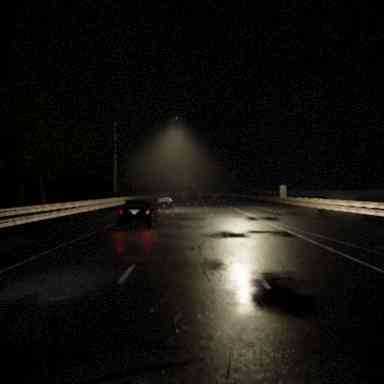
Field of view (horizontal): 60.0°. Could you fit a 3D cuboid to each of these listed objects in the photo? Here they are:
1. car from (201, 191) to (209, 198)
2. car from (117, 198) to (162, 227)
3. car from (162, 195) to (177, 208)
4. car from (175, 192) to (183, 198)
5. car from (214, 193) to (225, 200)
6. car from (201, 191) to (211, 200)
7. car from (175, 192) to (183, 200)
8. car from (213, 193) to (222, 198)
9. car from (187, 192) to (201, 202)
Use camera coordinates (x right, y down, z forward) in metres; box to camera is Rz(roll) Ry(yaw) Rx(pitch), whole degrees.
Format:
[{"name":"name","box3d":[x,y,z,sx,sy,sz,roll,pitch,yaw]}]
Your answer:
[{"name":"car","box3d":[3.523,0.681,91.246,2.150,2.045,5.566,0,0,0]},{"name":"car","box3d":[-3.395,1.238,21.709,2.097,1.767,4.553,0,0,0]},{"name":"car","box3d":[-3.392,1.404,42.992,1.895,1.301,4.718,0,0,0]},{"name":"car","box3d":[-3.477,0.811,91.188,2.097,1.767,4.553,0,0,0]},{"name":"car","box3d":[7.021,1.245,81.243,1.895,1.301,4.718,0,0,0]},{"name":"car","box3d":[3.521,1.005,81.183,2.097,1.767,4.553,0,0,0]},{"name":"car","box3d":[-3.480,1.128,80.798,1.882,1.535,5.008,0,0,0]},{"name":"car","box3d":[7.023,0.996,91.216,2.033,1.411,5.357,0,0,0]},{"name":"car","box3d":[0.115,0.926,68.487,2.150,2.045,5.566,0,0,0]}]
